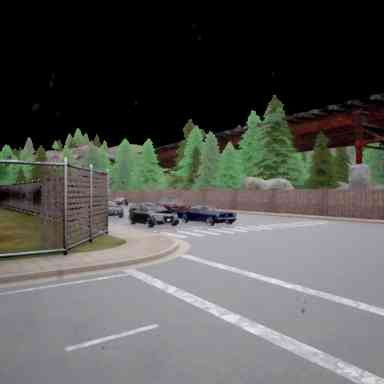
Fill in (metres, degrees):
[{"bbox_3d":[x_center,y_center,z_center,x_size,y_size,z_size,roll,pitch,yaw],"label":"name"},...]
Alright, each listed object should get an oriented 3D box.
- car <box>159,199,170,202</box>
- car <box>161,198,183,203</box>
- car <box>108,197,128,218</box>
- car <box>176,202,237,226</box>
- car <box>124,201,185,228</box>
[{"bbox_3d":[-4.176,1.563,30.507,1.994,1.385,4.181,0,0,-36],"label":"car"},{"bbox_3d":[-2.550,1.351,34.575,2.097,1.767,4.553,0,0,-36],"label":"car"},{"bbox_3d":[-7.640,1.504,29.324,1.837,1.490,4.892,0,0,-36],"label":"car"},{"bbox_3d":[0.966,1.600,23.382,1.895,1.301,4.718,0,0,-36],"label":"car"},{"bbox_3d":[-2.623,1.563,22.377,1.994,1.385,4.181,0,0,-36],"label":"car"}]
